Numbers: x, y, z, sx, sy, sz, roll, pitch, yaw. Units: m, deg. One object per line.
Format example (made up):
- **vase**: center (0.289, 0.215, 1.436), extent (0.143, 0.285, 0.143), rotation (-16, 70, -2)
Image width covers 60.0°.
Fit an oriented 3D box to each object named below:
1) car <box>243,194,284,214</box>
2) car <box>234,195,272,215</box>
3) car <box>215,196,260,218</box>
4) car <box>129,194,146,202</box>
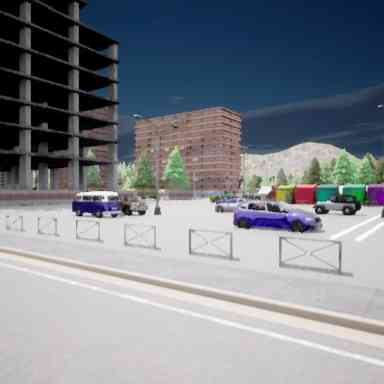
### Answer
- **car**: center (7.371, 1.123, 36.825), extent (4.605, 1.855, 1.932), rotation (0, 0, 36)
- **car**: center (5.846, 1.333, 34.617), extent (3.905, 1.438, 1.784), rotation (0, 0, 36)
- **car**: center (4.156, 1.364, 32.266), extent (3.806, 1.475, 1.970), rotation (0, 0, 36)
- **car**: center (-14.092, 1.263, 88.647), extent (1.851, 1.617, 3.988), rotation (0, 0, 36)
